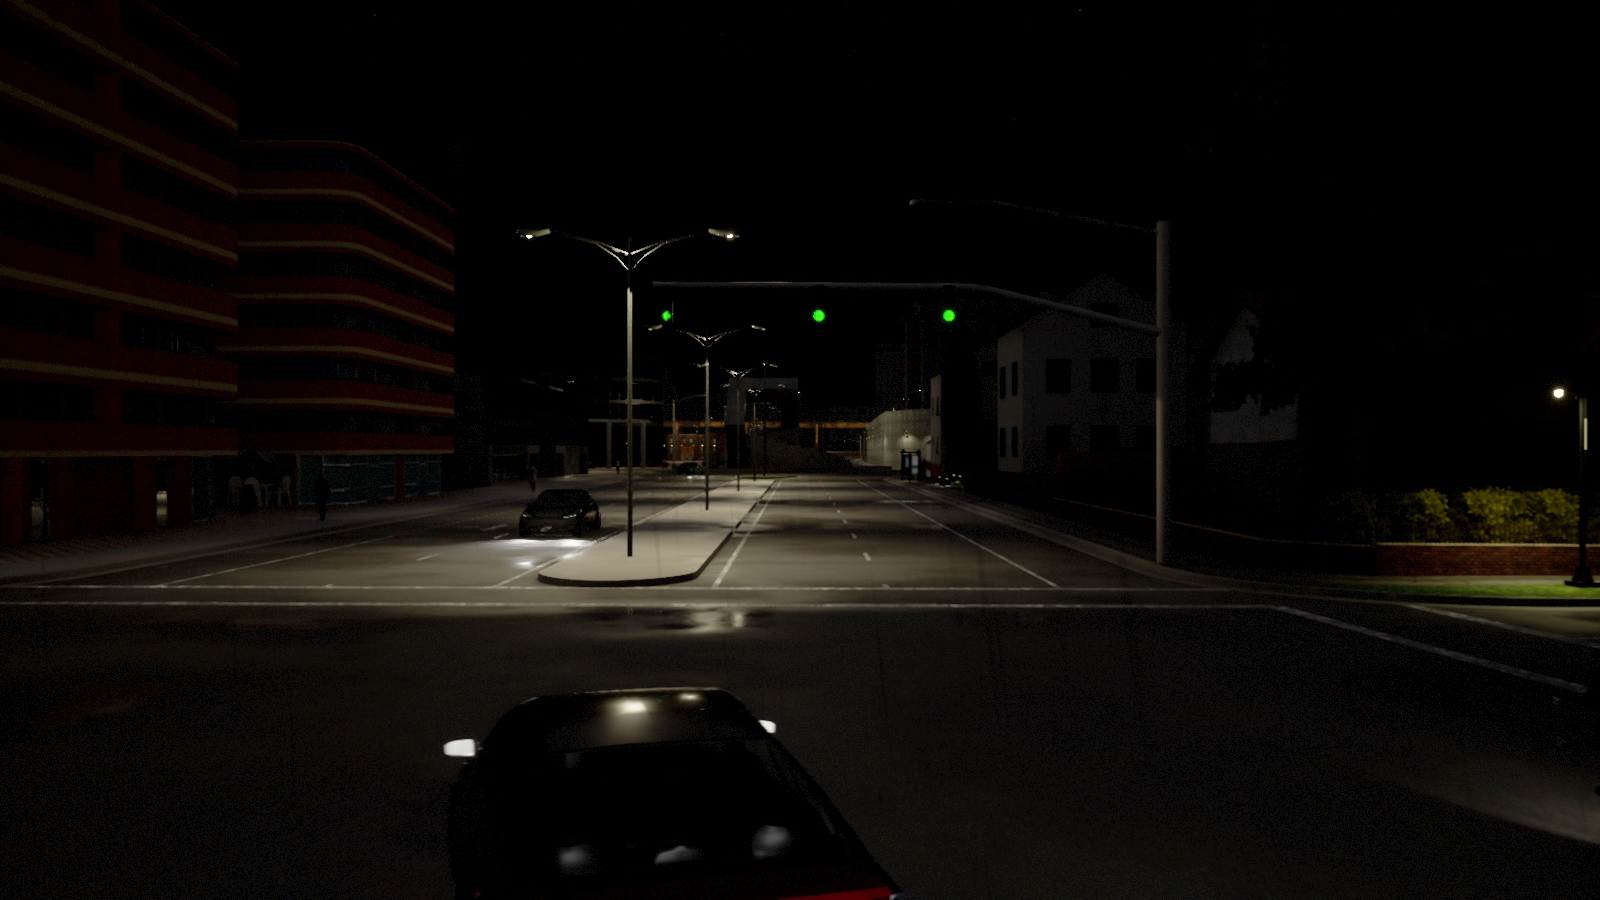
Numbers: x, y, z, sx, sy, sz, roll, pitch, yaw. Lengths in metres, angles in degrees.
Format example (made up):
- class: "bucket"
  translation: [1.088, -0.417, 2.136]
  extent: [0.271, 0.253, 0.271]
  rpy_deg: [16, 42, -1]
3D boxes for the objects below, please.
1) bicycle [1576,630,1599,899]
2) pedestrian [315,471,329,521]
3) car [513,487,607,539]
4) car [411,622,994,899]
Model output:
- class: "bicycle"
  translation: [5.278, 2.049, 7.349]
  extent: [0.329, 1.496, 1.835]
  rpy_deg: [5, 3, 33]
- class: "pedestrian"
  translation: [-17.774, 1.704, 42.453]
  extent: [0.375, 1.860, 0.375]
  rpy_deg: [0, 0, -4]
- class: "car"
  translation: [-7.957, 2.069, 38.376]
  extent: [2.163, 1.488, 4.792]
  rpy_deg: [0, 0, 0]
- class: "car"
  translation: [-0.869, 2.041, 6.054]
  extent: [2.007, 1.525, 4.514]
  rpy_deg: [0, 0, -16]
